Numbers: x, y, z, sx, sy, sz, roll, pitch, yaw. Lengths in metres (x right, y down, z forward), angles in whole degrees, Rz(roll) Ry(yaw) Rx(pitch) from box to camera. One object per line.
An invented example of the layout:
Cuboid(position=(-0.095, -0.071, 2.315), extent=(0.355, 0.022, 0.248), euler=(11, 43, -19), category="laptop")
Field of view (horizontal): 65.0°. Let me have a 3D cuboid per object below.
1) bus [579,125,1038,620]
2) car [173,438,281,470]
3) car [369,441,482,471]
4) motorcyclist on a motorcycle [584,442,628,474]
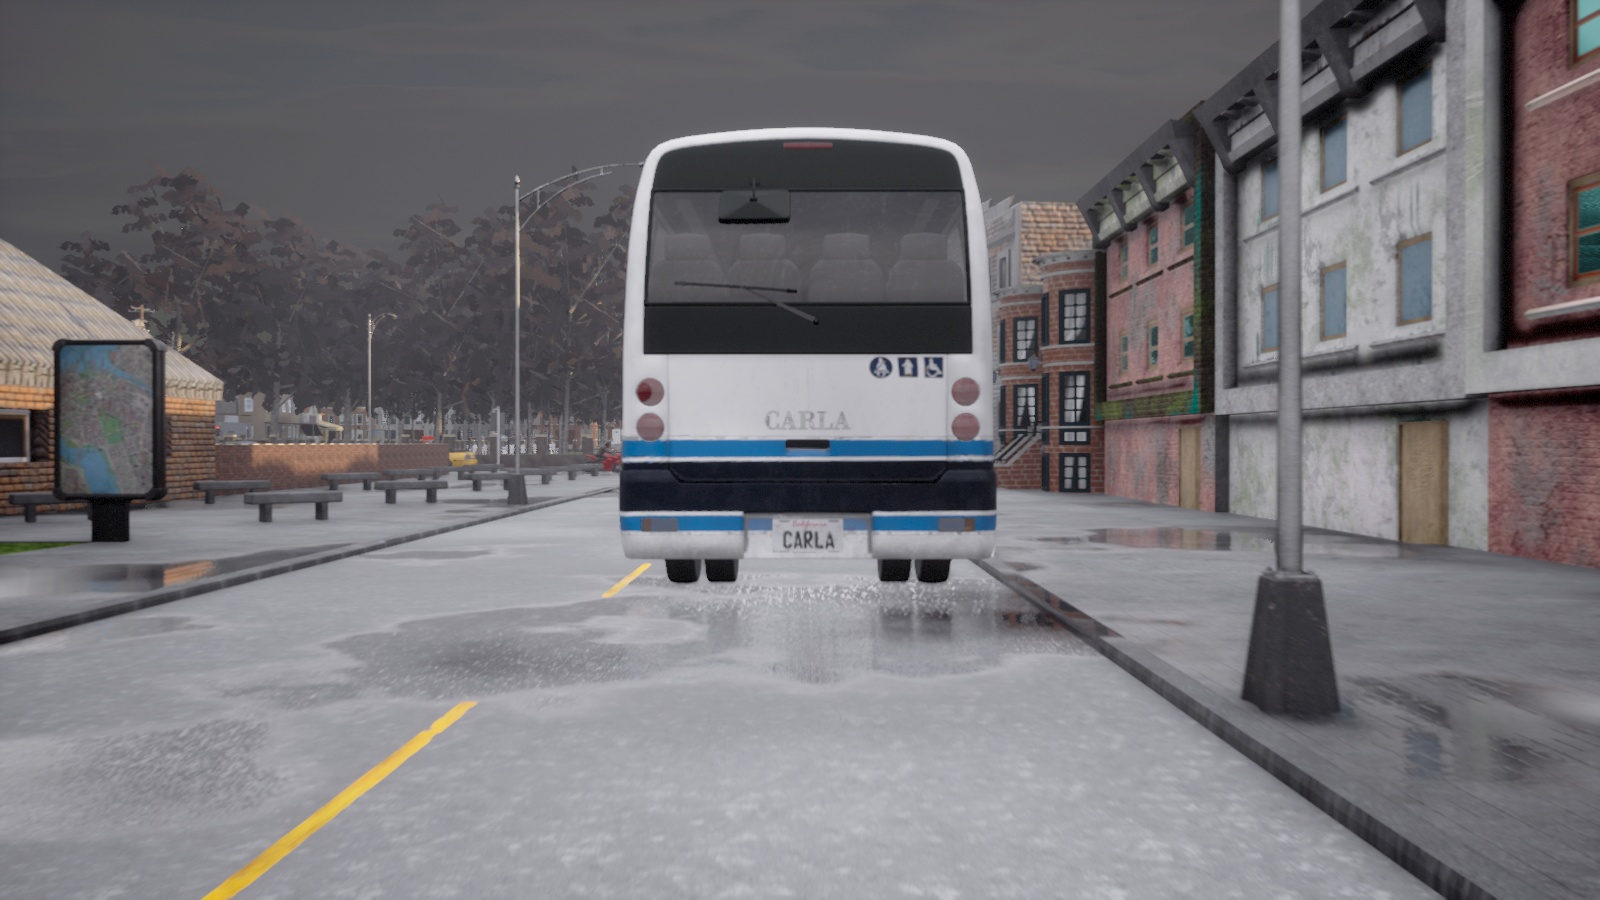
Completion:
Cuboid(position=(0.103, -0.720, 15.943), extent=(3.944, 4.253, 10.273), euler=(0, 1, 0), category="bus")
Cuboid(position=(-29.624, 0.200, 65.042), extent=(4.611, 1.667, 2.242), euler=(0, 0, -2), category="car")
Cuboid(position=(-19.356, 0.303, 65.046), extent=(5.366, 1.575, 1.801), euler=(0, 0, -2), category="car")
Cuboid(position=(-9.413, 0.377, 60.959), extent=(2.044, 1.523, 0.797), euler=(0, 0, -2), category="motorcyclist on a motorcycle")
